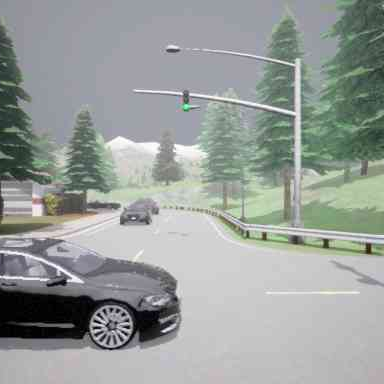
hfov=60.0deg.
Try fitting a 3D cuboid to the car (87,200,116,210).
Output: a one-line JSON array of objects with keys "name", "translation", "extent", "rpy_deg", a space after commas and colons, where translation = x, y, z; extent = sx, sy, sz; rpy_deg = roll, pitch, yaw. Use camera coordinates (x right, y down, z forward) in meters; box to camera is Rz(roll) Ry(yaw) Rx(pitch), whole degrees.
[{"name": "car", "translation": [-11.340, 1.608, 41.649], "extent": [4.718, 1.301, 1.895], "rpy_deg": [0, 0, 14]}]

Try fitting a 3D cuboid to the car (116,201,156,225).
[{"name": "car", "translation": [-3.954, 1.564, 24.111], "extent": [1.994, 1.385, 4.181], "rpy_deg": [0, 0, -2]}]

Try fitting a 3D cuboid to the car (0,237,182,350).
[{"name": "car", "translation": [-2.630, 1.554, 5.563], "extent": [4.902, 1.511, 2.128], "rpy_deg": [1, 0, -1]}]

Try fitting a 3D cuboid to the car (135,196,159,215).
[{"name": "car", "translation": [-4.776, 1.352, 33.903], "extent": [2.097, 1.767, 4.553], "rpy_deg": [0, 0, -19]}]
